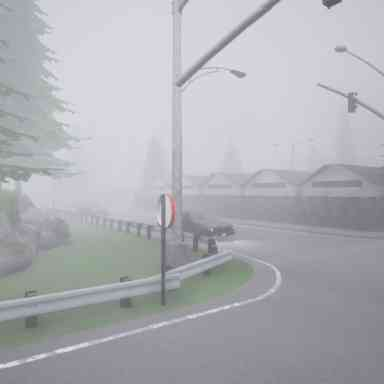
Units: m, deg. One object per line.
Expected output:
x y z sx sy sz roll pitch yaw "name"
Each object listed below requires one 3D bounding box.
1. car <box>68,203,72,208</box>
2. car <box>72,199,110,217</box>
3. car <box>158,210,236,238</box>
-16.256 1.724 50.038 2.033 1.411 5.357 0 0 16 "car"
-9.885 1.739 32.953 2.033 1.411 5.357 0 0 -35 "car"
0.076 1.739 18.623 2.033 1.411 5.357 0 0 -35 "car"
